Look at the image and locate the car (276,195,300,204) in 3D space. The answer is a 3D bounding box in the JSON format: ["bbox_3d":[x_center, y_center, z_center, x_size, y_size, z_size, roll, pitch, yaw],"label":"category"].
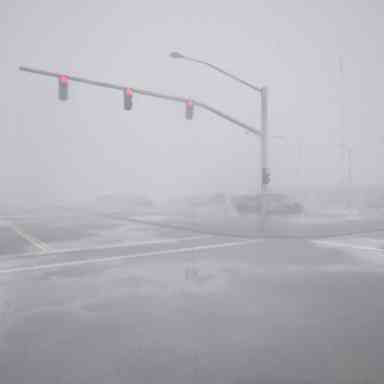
[{"bbox_3d":[16.953,1.323,58.738,1.784,1.438,3.905,0,0,-35],"label":"car"}]

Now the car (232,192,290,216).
[{"bbox_3d":[6.111,1.135,29.904,1.932,1.855,4.605,0,0,-35],"label":"car"}]

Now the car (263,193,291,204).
[{"bbox_3d":[14.541,1.115,57.133,1.932,1.855,4.605,0,0,-35],"label":"car"}]

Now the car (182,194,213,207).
[{"bbox_3d":[0.737,1.372,47.388,1.970,1.475,3.806,0,0,-35],"label":"car"}]

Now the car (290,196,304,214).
[{"bbox_3d":[8.515,1.135,31.516,1.905,1.878,3.866,0,0,-35],"label":"car"}]

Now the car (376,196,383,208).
[{"bbox_3d":[26.966,1.354,44.426,1.970,1.475,3.806,0,0,-35],"label":"car"}]

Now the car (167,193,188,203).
[{"bbox_3d":[-3.176,1.368,63.073,1.970,1.475,3.806,0,0,-35],"label":"car"}]

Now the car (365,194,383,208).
[{"bbox_3d":[24.586,1.117,42.778,1.905,1.878,3.866,0,0,-35],"label":"car"}]
